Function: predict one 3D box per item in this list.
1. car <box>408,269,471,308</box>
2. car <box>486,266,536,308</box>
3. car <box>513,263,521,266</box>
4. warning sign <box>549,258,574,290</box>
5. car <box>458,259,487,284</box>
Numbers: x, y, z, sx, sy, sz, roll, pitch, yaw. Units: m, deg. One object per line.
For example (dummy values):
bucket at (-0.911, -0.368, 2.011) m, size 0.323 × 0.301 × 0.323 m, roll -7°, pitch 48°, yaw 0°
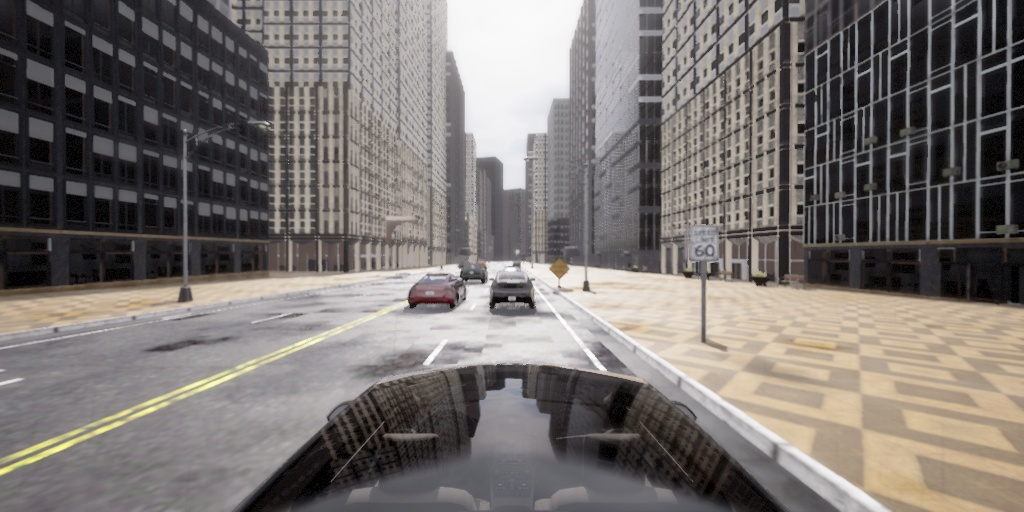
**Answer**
car at (-3.240, 1.453, 16.182) m, size 1.994 × 1.385 × 4.181 m, roll 0°, pitch 0°, yaw 0°
car at (0.010, 1.396, 16.149) m, size 1.837 × 1.490 × 4.892 m, roll 0°, pitch 0°, yaw 0°
car at (0.012, 1.576, 30.844) m, size 2.033 × 1.411 × 5.357 m, roll 0°, pitch -1°, yaw 0°
warning sign at (2.857, 1.056, 21.683) m, size 1.300 × 1.860 × 1.060 m, roll 0°, pitch 0°, yaw 0°
car at (-3.237, 1.380, 30.939) m, size 2.097 × 1.767 × 4.553 m, roll 0°, pitch -1°, yaw 0°
